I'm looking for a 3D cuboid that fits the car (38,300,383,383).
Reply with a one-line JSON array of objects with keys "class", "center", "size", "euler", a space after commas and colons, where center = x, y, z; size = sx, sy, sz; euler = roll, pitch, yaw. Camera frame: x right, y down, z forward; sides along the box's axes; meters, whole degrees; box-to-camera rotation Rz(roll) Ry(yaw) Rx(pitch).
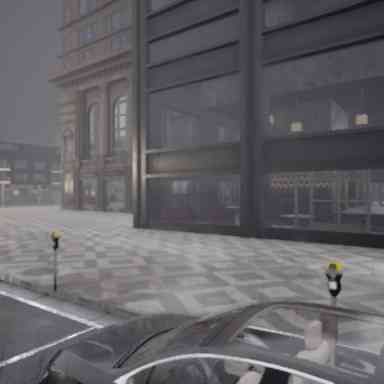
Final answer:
[{"class": "car", "center": [0.606, 1.554, 2.416], "size": [4.403, 1.369, 2.008], "euler": [0, 0, 35]}]
